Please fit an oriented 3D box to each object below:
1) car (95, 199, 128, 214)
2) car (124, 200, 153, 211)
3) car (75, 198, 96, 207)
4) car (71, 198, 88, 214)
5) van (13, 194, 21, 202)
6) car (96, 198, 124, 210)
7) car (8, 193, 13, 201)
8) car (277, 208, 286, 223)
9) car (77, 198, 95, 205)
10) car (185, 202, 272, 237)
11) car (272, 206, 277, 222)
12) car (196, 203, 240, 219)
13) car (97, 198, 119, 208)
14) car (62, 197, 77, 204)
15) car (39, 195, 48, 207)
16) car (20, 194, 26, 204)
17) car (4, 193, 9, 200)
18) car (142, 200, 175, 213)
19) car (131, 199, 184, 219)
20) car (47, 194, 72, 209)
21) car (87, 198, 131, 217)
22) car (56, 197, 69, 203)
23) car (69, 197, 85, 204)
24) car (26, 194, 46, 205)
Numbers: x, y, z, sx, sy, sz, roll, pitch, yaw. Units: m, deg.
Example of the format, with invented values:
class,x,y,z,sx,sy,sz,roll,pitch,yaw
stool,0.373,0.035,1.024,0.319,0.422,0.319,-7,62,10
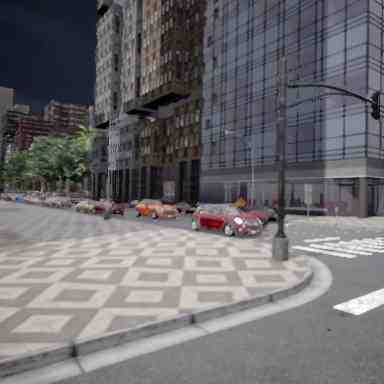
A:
class,x,y,z,sx,sy,sz,roll,pitch,yaw
car,-9.027,1.540,37.181,1.837,1.490,4.892,2,-1,-36
car,-7.228,1.754,44.718,2.008,1.369,4.403,2,-1,-36
car,-17.501,1.730,54.331,1.895,1.301,4.718,2,-1,-36
car,-10.871,1.484,35.164,1.752,1.417,4.829,2,-1,-36
van,-36.507,1.306,71.013,1.690,1.788,3.998,2,-1,-36
car,-11.395,1.620,45.871,2.128,1.511,4.902,2,-1,-35
car,-39.702,1.404,75.475,1.967,1.590,4.097,2,-1,-36
car,5.540,1.756,26.867,1.947,1.339,4.313,2,-1,-36
car,-19.997,1.773,62.569,1.947,1.339,4.313,2,-1,-36
car,1.784,1.386,17.476,1.967,1.590,4.097,2,-1,-37
car,2.574,1.500,20.947,1.882,1.535,5.008,2,-1,-36
car,2.347,1.776,31.329,1.802,1.307,4.206,2,-1,-36
car,-13.613,1.758,53.644,2.008,1.369,4.403,2,-1,-36
car,-26.479,1.731,71.633,1.752,1.417,4.829,2,-1,-36
car,-20.549,1.548,48.692,1.802,1.307,4.206,2,-1,-36
car,-30.124,1.405,62.085,1.967,1.590,4.097,2,-1,-36
car,-42.891,1.279,79.941,2.192,1.841,5.009,2,-1,-36
car,-4.135,1.726,40.394,1.752,1.417,4.829,2,-1,-36
car,-3.070,1.381,28.843,2.097,1.767,4.553,2,-1,-36
car,-17.354,1.405,44.231,1.967,1.590,4.097,2,-1,-36
car,-7.778,1.500,30.838,1.887,1.381,4.507,2,-1,-36
car,-29.573,1.788,75.957,1.802,1.307,4.206,2,-1,-36
car,-23.189,1.772,67.032,1.947,1.339,4.313,2,-1,-36
car,-26.834,1.491,57.482,1.752,1.417,4.829,2,-1,-36
